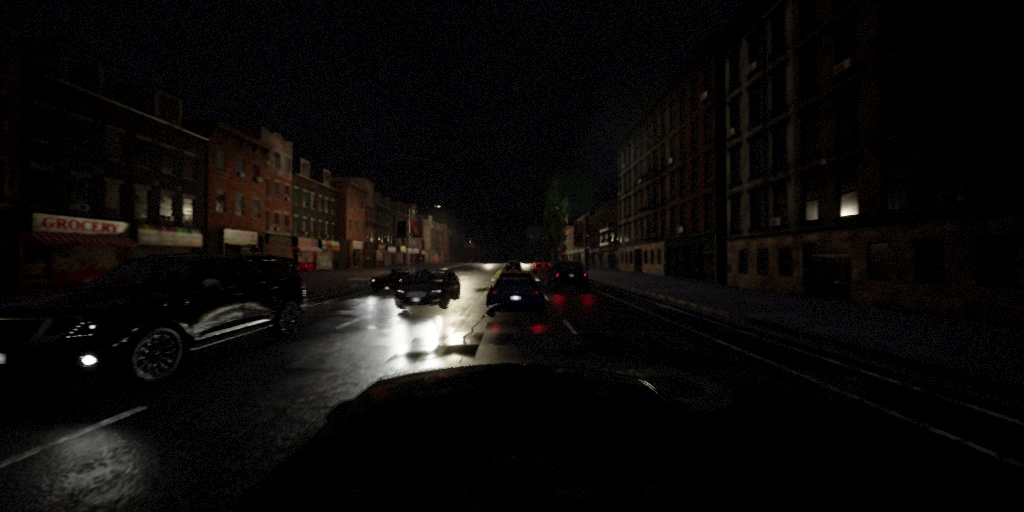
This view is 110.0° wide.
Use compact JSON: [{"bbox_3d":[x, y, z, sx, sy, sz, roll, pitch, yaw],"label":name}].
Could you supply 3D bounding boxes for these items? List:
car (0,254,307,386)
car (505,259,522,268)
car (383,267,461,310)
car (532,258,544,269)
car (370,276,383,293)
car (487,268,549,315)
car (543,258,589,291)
[{"bbox_3d":[-6.587,0.972,7.344,2.150,2.045,5.566,0,0,0],"label":"car"},{"bbox_3d":[0.173,1.165,45.638,2.128,1.511,4.902,0,0,0],"label":"car"},{"bbox_3d":[-3.288,1.246,14.797,2.128,1.511,4.902,0,0,1],"label":"car"},{"bbox_3d":[3.405,1.038,41.667,2.097,1.767,4.553,0,0,0],"label":"car"},{"bbox_3d":[-6.470,1.346,20.764,1.895,1.301,4.718,0,0,0],"label":"car"},{"bbox_3d":[0.118,1.322,13.552,1.994,1.385,4.181,0,0,0],"label":"car"},{"bbox_3d":[3.361,1.102,22.280,2.097,1.767,4.553,0,0,0],"label":"car"}]
